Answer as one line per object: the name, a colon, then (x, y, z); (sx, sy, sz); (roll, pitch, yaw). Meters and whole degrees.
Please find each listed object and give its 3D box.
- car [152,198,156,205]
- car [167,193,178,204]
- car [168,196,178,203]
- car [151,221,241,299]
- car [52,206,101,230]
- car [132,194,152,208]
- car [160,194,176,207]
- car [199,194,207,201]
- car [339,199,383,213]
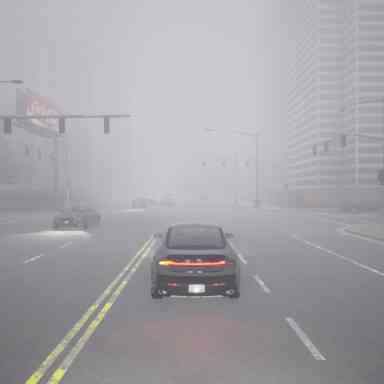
car: (-7.451, 1.601, 57.631); (1.895, 1.301, 4.718); (0, 0, 0)
car: (-3.959, 1.222, 61.298); (2.150, 2.045, 5.566); (0, 0, 0)
car: (-3.962, 1.595, 71.344); (1.895, 1.301, 4.718); (0, 0, 0)
car: (0.056, 1.505, 8.462); (1.837, 1.490, 4.892); (0, 0, -1)
car: (-7.225, 1.564, 21.151); (1.994, 1.385, 4.181); (0, 0, 0)
car: (-7.409, 1.491, 47.742); (2.128, 1.511, 4.902); (0, 0, 0)
car: (-3.911, 1.526, 51.719); (1.812, 1.442, 4.674); (0, 0, 0)
car: (2.924, 1.355, 88.718); (2.097, 1.767, 4.553); (0, 0, 0)
car: (18.448, 1.477, 35.673); (5.008, 1.535, 1.882); (0, 0, -1)
